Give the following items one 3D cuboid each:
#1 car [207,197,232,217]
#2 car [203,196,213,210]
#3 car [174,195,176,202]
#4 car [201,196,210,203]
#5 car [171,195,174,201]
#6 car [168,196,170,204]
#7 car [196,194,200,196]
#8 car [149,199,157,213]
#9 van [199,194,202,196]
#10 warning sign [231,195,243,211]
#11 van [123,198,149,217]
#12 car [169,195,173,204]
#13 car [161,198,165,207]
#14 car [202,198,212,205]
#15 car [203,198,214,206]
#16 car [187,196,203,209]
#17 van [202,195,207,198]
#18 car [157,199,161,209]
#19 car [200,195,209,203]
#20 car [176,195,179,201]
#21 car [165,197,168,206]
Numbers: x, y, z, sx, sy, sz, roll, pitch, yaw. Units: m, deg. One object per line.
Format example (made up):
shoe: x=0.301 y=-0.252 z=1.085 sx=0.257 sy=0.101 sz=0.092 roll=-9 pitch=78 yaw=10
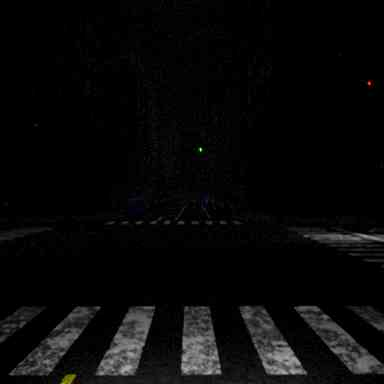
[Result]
car: x=2.834 y=1.590 z=33.147 sx=1.967 sy=1.590 sz=4.097 roll=0 pitch=0 yaw=0
car: x=2.892 y=1.641 z=44.485 sx=1.967 sy=1.590 sz=4.097 roll=0 pitch=0 yaw=0
car: x=-5.461 y=1.870 z=78.364 sx=1.752 sy=1.417 sz=4.829 roll=0 pitch=0 yaw=0
car: x=3.066 y=1.786 z=78.501 sx=1.967 sy=1.590 sz=4.097 roll=0 pitch=0 yaw=0
car: x=-5.489 y=1.867 z=72.865 sx=1.887 sy=1.381 sz=4.507 roll=0 pitch=0 yaw=0
car: x=-5.548 y=1.800 z=61.359 sx=1.752 sy=1.417 sz=4.829 roll=0 pitch=0 yaw=0
car: x=0.389 y=1.684 z=74.243 sx=2.097 sy=1.767 sz=4.553 roll=0 pitch=0 yaw=0
car: x=-5.663 y=1.616 z=38.857 sx=1.967 sy=1.590 sz=4.097 roll=0 pitch=0 yaw=0
van: x=3.037 y=1.664 z=72.832 sx=1.690 sy=1.788 sz=3.998 roll=0 pitch=0 yaw=0
warning sign: x=5.266 y=1.293 z=39.130 sx=1.300 sy=1.860 sz=1.060 roll=0 pitch=0 yaw=0
van: x=-5.692 y=1.491 z=33.189 sx=1.690 sy=1.788 sz=3.998 roll=0 pitch=0 yaw=0
car: x=-5.518 y=1.865 z=67.197 sx=1.947 sy=1.339 sz=4.313 roll=0 pitch=0 yaw=0
car: x=-5.605 y=1.808 z=50.193 sx=1.802 sy=1.307 sz=4.206 roll=0 pitch=0 yaw=0
car: x=3.008 y=1.850 z=67.162 sx=2.008 sy=1.369 sz=4.403 roll=0 pitch=0 yaw=0
car: x=2.980 y=1.802 z=61.662 sx=1.752 sy=1.417 sz=4.829 roll=0 pitch=0 yaw=0
car: x=0.345 y=1.746 z=48.837 sx=1.812 sy=1.442 sz=4.674 roll=0 pitch=0 yaw=0
van: x=2.949 y=1.592 z=55.824 sx=1.690 sy=1.788 sz=3.998 roll=0 pitch=0 yaw=0
car: x=-5.634 y=1.767 z=44.525 sx=1.947 sy=1.339 sz=4.313 roll=0 pitch=0 yaw=0
car: x=3.094 y=1.684 z=84.170 sx=2.192 sy=1.841 sz=5.009 roll=0 pitch=0 yaw=0
car: x=-5.402 y=1.706 z=89.871 sx=2.192 sy=1.841 sz=5.009 roll=0 pitch=0 yaw=0
car: x=-5.576 y=1.817 z=55.861 sx=1.947 sy=1.339 sz=4.313 roll=0 pitch=0 yaw=0
